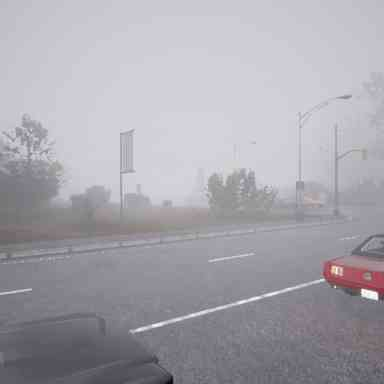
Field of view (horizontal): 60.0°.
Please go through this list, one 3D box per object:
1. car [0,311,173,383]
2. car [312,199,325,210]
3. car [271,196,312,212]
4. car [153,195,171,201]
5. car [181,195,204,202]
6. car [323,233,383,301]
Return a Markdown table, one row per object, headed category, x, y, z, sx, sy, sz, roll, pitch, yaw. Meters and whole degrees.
| category | x | y | z | sx | sy | sz | roll | pitch | yaw |
| --- | --- | --- | --- | --- | --- | --- | --- | --- | --- |
| car | -2.394 | 1.601 | 2.028 | 4.718 | 1.301 | 1.895 | 0 | 0 | -36 |
| car | 12.766 | 1.252 | 38.413 | 1.882 | 1.535 | 5.008 | -1 | 0 | -39 |
| car | 10.141 | 1.404 | 36.090 | 1.895 | 1.301 | 4.718 | -1 | 0 | -39 |
| car | -6.714 | 1.330 | 73.992 | 1.895 | 1.301 | 4.718 | -1 | 0 | -38 |
| car | 0.018 | 1.276 | 65.724 | 2.033 | 1.411 | 5.357 | -1 | 0 | -38 |
| car | 5.054 | 1.570 | 7.366 | 4.718 | 1.301 | 1.895 | 0 | 0 | -36 |
